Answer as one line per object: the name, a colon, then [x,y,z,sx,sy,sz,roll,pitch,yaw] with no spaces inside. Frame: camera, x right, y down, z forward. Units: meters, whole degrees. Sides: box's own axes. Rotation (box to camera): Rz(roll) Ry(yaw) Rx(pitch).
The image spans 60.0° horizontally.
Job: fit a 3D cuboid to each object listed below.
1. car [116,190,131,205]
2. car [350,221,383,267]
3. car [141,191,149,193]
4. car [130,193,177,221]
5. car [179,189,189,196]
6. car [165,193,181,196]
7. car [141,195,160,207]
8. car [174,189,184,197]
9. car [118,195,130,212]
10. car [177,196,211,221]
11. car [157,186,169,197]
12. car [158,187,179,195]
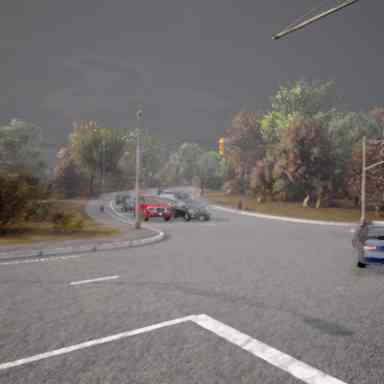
car: [-9.901,0.804,48.471,2.150,2.045,5.566,1,2,-13]
car: [6.659,1.717,11.559,2.033,1.411,5.357,1,-1,24]
car: [-8.055,0.607,57.132,2.097,1.767,4.553,1,3,-10]
car: [-3.537,1.371,29.161,2.150,2.045,5.566,1,0,-22]
car: [-1.660,0.645,62.853,2.128,1.511,4.902,1,3,-7]
car: [-3.121,1.438,37.919,2.097,1.767,4.553,1,1,-19]
car: [-5.956,1.317,47.277,1.994,1.385,4.181,1,2,-15]
car: [-2.731,0.129,73.062,2.128,1.511,4.902,1,3,-1]
car: [-7.018,1.469,38.427,1.837,1.490,4.892,1,1,-18]
car: [-0.031,1.587,29.944,2.097,1.767,4.553,1,0,-23]
car: [-6.170,-0.166,71.505,2.150,2.045,5.566,1,3,-1]
car: [-4.186,0.642,56.086,2.150,2.045,5.566,1,3,-11]
